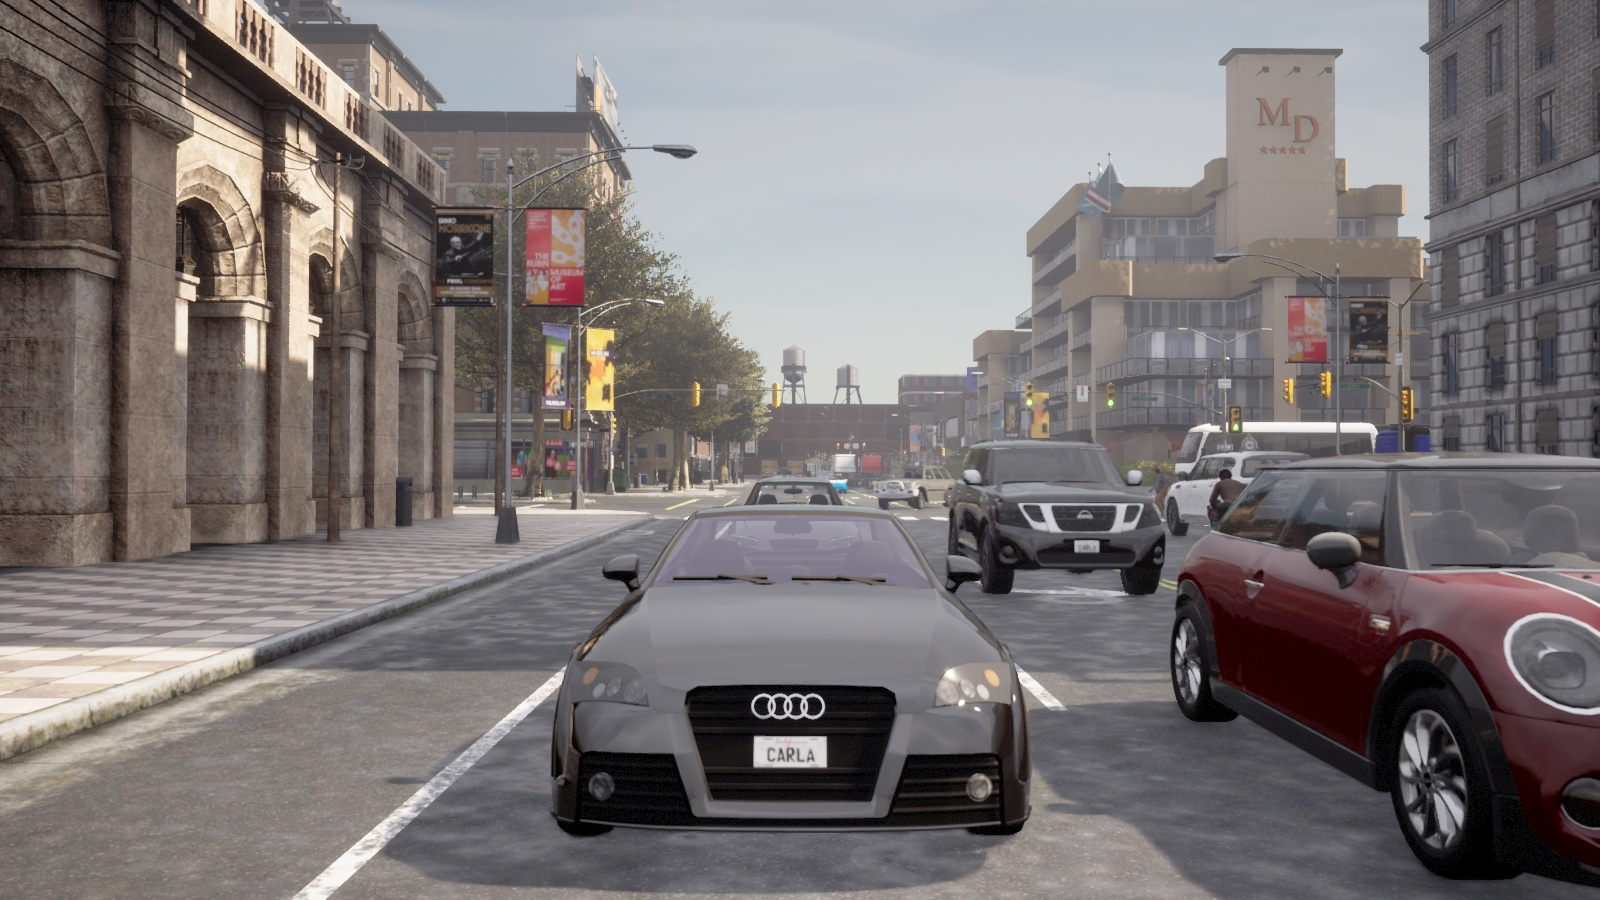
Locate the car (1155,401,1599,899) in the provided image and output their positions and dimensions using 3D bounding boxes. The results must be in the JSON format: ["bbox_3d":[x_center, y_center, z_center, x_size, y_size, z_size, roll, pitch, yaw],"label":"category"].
[{"bbox_3d":[3.469,0.764,6.229,2.097,1.767,4.553,0,-1,0],"label":"car"}]

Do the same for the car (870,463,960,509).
[{"bbox_3d":[4.872,1.495,52.714,1.932,1.855,4.605,-1,-1,31],"label":"car"}]

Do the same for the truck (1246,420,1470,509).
[{"bbox_3d":[22.535,0.595,50.895,7.936,3.462,2.891,0,-1,-8],"label":"truck"}]

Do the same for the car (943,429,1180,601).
[{"bbox_3d":[3.423,0.817,17.730,2.150,2.045,5.566,0,-1,0],"label":"car"}]

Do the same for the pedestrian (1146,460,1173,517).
[{"bbox_3d":[11.900,1.266,41.563,0.694,1.848,0.540,0,-1,-3],"label":"pedestrian"}]

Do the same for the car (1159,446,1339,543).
[{"bbox_3d":[10.312,0.986,29.389,2.150,2.045,5.566,0,-1,-1],"label":"car"}]

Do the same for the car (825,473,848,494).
[{"bbox_3d":[2.497,2.302,86.116,1.481,1.376,2.207,0,-1,-1],"label":"car"}]

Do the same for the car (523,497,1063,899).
[{"bbox_3d":[-0.032,0.991,6.734,1.994,1.385,4.181,0,-1,0],"label":"car"}]

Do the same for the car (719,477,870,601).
[{"bbox_3d":[-0.075,1.118,17.252,1.816,1.474,4.193,0,-1,0],"label":"car"}]

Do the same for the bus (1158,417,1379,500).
[{"bbox_3d":[24.795,0.460,66.964,10.273,4.253,3.944,0,-1,-1],"label":"bus"}]
